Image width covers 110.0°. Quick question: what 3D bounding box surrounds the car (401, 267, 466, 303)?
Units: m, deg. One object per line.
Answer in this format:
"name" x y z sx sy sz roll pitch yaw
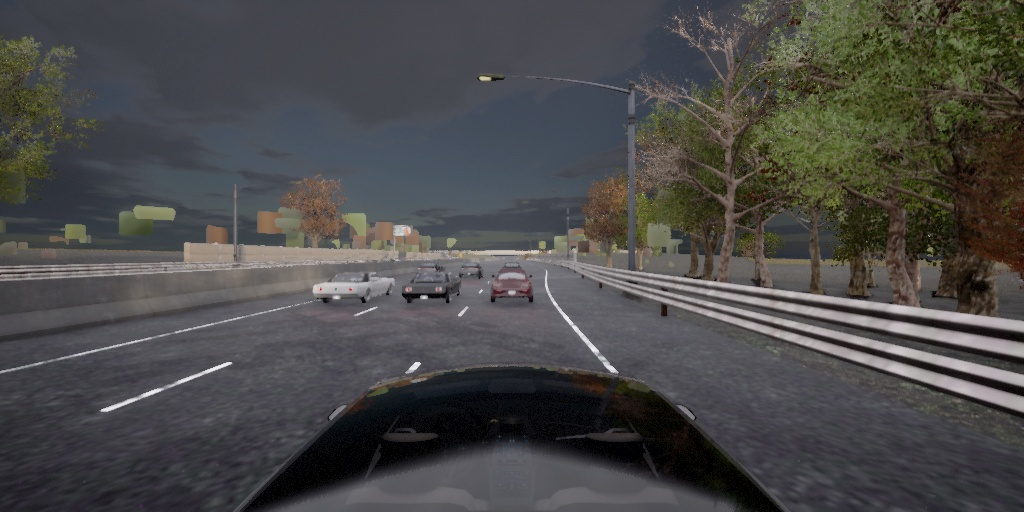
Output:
"car" -3.500 1.366 16.531 1.895 1.301 4.718 0 0 0

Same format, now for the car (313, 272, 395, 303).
"car" -7.000 1.366 16.531 1.895 1.301 4.718 0 0 0

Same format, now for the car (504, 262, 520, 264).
"car" 0.000 1.276 31.501 1.837 1.490 4.892 0 0 0

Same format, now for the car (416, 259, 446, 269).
"car" -7.000 1.254 31.501 2.128 1.511 4.902 0 0 0

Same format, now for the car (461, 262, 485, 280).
"car" -3.500 1.254 31.501 2.128 1.511 4.902 0 0 0

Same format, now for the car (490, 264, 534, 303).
"car" 0.000 1.283 16.501 1.812 1.442 4.674 0 0 0
